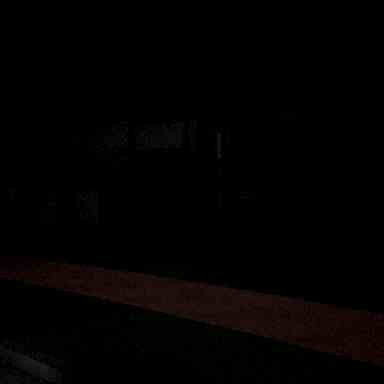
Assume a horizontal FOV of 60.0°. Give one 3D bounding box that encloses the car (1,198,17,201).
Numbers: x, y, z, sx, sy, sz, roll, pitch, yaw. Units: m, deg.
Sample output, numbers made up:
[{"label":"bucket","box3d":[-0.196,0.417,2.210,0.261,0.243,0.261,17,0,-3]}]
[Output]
[{"label":"car","box3d":[-17.803,1.348,32.378,1.837,1.490,4.892,0,0,23]}]
